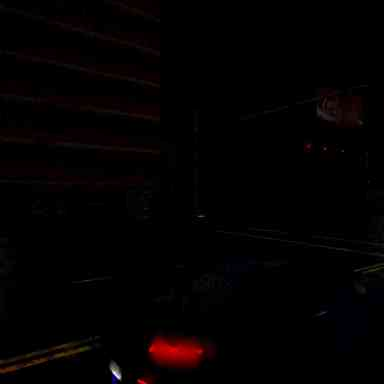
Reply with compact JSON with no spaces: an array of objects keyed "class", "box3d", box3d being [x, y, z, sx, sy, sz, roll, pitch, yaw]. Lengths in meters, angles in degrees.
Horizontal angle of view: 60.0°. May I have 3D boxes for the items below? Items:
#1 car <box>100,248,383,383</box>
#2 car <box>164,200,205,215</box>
[{"class":"car","box3d":[1.136,1.526,4.548,4.674,1.442,1.812,0,0,-36]},{"class":"car","box3d":[-0.872,1.547,34.806,2.033,1.411,5.357,0,0,-36]}]
